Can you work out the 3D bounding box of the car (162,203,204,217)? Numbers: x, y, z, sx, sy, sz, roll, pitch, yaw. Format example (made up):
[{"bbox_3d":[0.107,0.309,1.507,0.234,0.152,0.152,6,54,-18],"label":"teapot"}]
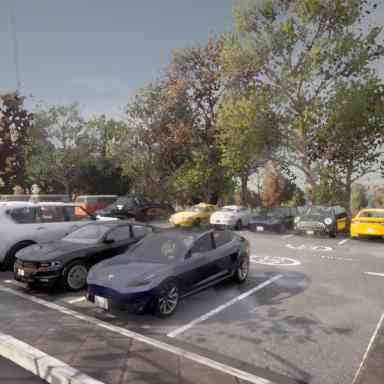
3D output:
[{"bbox_3d":[0.591,1.560,23.422,1.946,1.575,5.366,0,0,36],"label":"car"}]

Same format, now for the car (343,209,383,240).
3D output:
[{"bbox_3d":[9.566,1.600,17.133,2.097,1.535,5.008,0,0,36],"label":"car"}]

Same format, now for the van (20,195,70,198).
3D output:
[{"bbox_3d":[-15.038,1.310,34.858,1.878,1.987,4.442,0,0,36],"label":"van"}]

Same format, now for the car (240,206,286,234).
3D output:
[{"bbox_3d":[5.167,1.611,20.295,2.163,1.488,4.792,0,0,36],"label":"car"}]

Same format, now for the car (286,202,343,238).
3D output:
[{"bbox_3d":[7.345,1.465,18.790,2.185,1.767,4.553,0,0,36],"label":"car"}]

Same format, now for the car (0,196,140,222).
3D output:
[{"bbox_3d":[-4.732,1.329,11.389,2.435,2.045,5.566,0,0,36],"label":"car"}]

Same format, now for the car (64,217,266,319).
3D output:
[{"bbox_3d":[-0.273,1.629,8.082,2.163,1.488,4.792,0,0,36],"label":"car"}]

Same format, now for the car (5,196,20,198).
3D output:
[{"bbox_3d":[-17.225,1.548,36.586,2.097,1.535,5.008,0,0,36],"label":"car"}]

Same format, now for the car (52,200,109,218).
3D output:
[{"bbox_3d":[-10.593,1.554,31.802,2.163,1.488,4.792,0,0,36],"label":"car"}]

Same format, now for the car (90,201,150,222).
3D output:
[{"bbox_3d":[-6.041,1.565,28.429,2.163,1.488,4.792,0,0,36],"label":"car"}]

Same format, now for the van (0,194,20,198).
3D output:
[{"bbox_3d":[-19.402,1.337,38.303,1.878,1.987,4.442,0,0,36],"label":"van"}]

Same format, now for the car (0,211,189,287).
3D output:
[{"bbox_3d":[-2.499,1.590,9.740,2.097,1.535,5.008,0,0,36],"label":"car"}]

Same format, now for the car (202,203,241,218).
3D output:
[{"bbox_3d":[2.941,1.613,21.943,2.002,1.452,4.674,0,0,36],"label":"car"}]

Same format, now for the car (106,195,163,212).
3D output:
[{"bbox_3d":[-3.766,1.293,26.848,2.435,2.045,5.566,0,0,36],"label":"car"}]

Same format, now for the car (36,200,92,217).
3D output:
[{"bbox_3d":[-12.729,1.557,33.353,2.163,1.488,4.792,0,0,36],"label":"car"}]
